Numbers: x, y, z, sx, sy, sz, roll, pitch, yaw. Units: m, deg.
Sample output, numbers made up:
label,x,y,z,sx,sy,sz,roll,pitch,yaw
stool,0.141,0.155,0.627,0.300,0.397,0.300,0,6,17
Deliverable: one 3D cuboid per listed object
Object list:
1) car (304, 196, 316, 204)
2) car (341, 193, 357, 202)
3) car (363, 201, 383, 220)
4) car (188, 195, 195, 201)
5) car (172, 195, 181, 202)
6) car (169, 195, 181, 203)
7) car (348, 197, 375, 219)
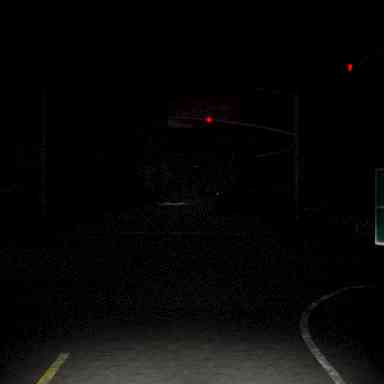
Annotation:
label,x,y,z,sx,sy,sz,roll,pitch,yaw
car,22.368,1.552,64.085,1.970,1.475,3.806,0,0,0
car,34.755,1.489,71.902,2.007,1.523,4.514,0,0,0
car,18.631,1.672,30.680,4.611,1.667,2.242,0,0,0
car,-0.113,1.552,86.348,1.994,1.385,4.181,0,0,0
car,-3.603,1.540,78.927,2.033,1.411,5.357,0,0,0
car,-3.598,1.352,68.605,2.097,1.767,4.553,0,0,0
car,14.316,1.505,25.001,3.866,1.878,1.905,0,0,0
